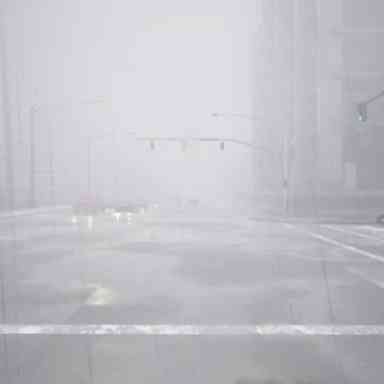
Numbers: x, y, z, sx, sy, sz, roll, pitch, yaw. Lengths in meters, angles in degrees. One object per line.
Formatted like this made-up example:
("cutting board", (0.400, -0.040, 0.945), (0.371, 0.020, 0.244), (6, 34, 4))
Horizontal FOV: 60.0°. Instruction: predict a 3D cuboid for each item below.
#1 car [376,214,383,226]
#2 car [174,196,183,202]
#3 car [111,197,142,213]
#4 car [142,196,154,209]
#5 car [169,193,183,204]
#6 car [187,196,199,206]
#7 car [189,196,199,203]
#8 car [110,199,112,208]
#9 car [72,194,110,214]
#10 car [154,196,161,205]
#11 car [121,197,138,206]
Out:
("car", (13.932, 1.577, 20.791), (4.181, 1.385, 1.994), (0, 0, 0))
("car", (-3.076, 1.559, 75.593), (1.895, 1.301, 4.718), (0, 0, 1))
("car", (-7.240, 1.588, 37.329), (1.994, 1.385, 4.181), (0, 0, 1))
("car", (-7.099, 1.578, 46.571), (2.033, 1.411, 5.357), (0, 0, 2))
("car", (-3.238, 1.263, 64.951), (2.150, 2.045, 5.566), (0, 0, 1))
("car", (0.219, 1.562, 56.374), (1.812, 1.442, 4.674), (0, 0, 1))
("car", (0.421, 1.572, 75.247), (2.128, 1.511, 4.902), (0, 0, 1))
("car", (-10.642, 1.593, 44.790), (1.994, 1.385, 4.181), (0, 0, 0))
("car", (-10.767, 1.244, 35.386), (2.150, 2.045, 5.566), (0, 0, 1))
("car", (-6.853, 1.530, 60.852), (2.128, 1.511, 4.902), (0, 0, 1))
("car", (-10.458, 1.562, 56.066), (1.812, 1.442, 4.674), (0, 0, 2))
